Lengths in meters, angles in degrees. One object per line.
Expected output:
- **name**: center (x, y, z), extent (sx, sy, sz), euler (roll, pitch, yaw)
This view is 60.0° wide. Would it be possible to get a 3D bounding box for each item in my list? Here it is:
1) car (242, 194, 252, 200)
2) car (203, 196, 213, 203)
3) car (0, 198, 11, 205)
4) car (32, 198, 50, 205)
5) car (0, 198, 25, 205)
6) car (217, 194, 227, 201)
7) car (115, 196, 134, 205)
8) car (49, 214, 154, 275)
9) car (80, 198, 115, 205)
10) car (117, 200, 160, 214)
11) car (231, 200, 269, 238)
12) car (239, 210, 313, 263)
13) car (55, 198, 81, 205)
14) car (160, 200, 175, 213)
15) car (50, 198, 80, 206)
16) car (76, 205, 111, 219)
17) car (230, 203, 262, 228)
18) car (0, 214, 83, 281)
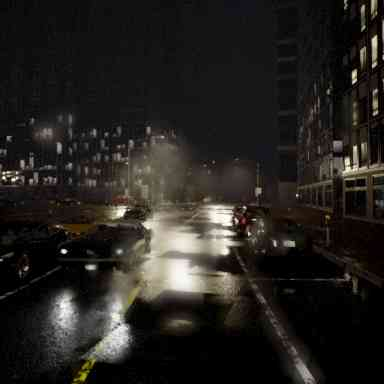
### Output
- **car**: center (12.554, 1.440, 76.074), extent (2.192, 1.841, 5.009), euler (1, 0, 15)
- **car**: center (3.554, 1.675, 73.829), extent (1.752, 1.417, 4.829), euler (1, 0, 14)
- **car**: center (-40.169, 1.990, 68.861), extent (4.403, 1.369, 2.008), euler (0, -1, 15)
- **car**: center (-29.542, 1.894, 65.949), extent (4.829, 1.417, 1.752), euler (0, -1, 15)
- **car**: center (-31.446, 1.767, 58.301), extent (4.403, 1.369, 2.008), euler (0, -1, 15)
- **car**: center (8.108, 1.530, 89.920), extent (2.192, 1.841, 5.009), euler (1, 0, 16)
- **car**: center (-13.191, 1.575, 61.473), extent (5.009, 1.841, 2.192), euler (0, -1, 15)
- **car**: center (-2.489, 1.608, 10.638), extent (1.895, 1.301, 4.718), euler (0, 0, 2)
- **car**: center (-15.267, 1.675, 53.868), extent (4.313, 1.339, 1.947), euler (0, -1, 15)
- **car**: center (-4.131, 1.578, 26.414), extent (2.008, 1.369, 4.403), euler (1, 0, 5)
- **car**: center (3.264, 1.449, 17.605), extent (1.967, 1.590, 4.097), euler (1, 0, 4)
- **car**: center (2.974, 1.571, 11.925), extent (1.947, 1.339, 4.313), euler (1, 0, 2)
- **car**: center (-23.982, 1.883, 64.425), extent (4.403, 1.369, 2.008), euler (0, -1, 15)
- **car**: center (-3.007, 1.595, 37.172), extent (2.008, 1.369, 4.403), euler (1, 0, 7)
- **car**: center (-20.660, 1.696, 55.345), extent (4.403, 1.369, 2.008), euler (0, -1, 15)
- **car**: center (-4.894, 1.540, 15.314), extent (1.752, 1.417, 4.829), euler (1, 0, 3)
- **car**: center (3.651, 1.557, 23.235), extent (1.887, 1.381, 4.507), euler (1, 0, 5)
- **car**: center (-5.123, 1.575, 9.990), extent (1.947, 1.339, 4.313), euler (1, 0, 2)
